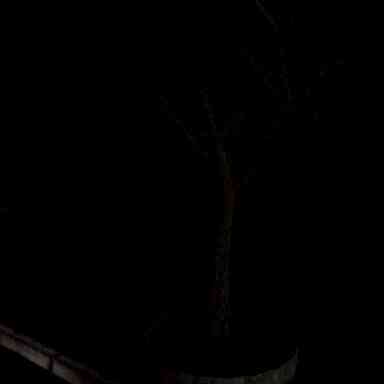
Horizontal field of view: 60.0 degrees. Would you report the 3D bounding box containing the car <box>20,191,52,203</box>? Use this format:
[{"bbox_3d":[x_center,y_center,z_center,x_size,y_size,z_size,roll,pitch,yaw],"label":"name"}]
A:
[{"bbox_3d":[-19.606,0.923,41.490,2.150,2.045,5.566,1,0,32],"label":"car"}]
